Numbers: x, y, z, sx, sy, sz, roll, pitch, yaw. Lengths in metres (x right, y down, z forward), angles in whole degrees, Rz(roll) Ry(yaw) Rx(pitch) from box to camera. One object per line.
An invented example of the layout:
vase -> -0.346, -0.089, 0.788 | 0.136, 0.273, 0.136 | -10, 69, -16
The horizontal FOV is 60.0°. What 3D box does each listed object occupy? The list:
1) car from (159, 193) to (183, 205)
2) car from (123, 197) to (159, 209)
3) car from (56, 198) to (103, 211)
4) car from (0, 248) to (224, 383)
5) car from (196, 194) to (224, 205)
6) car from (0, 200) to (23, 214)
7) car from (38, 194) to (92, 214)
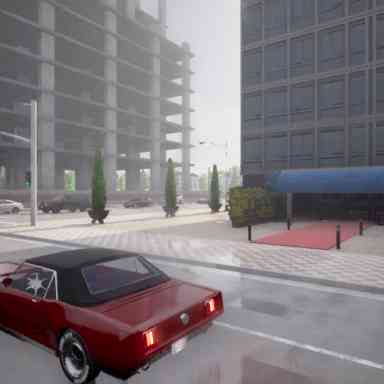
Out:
car -> -3.748, 1.220, 56.194 | 2.150, 2.045, 5.566 | 0, 0, 36
car -> -7.246, 1.504, 45.373 | 1.837, 1.490, 4.892 | 0, 0, 36
car -> -14.075, 1.547, 41.884 | 2.033, 1.411, 5.357 | 0, 0, 36
car -> -1.963, 1.601, 5.380 | 4.718, 1.301, 1.895 | 0, 0, 35
car -> 2.951, 1.548, 59.423 | 2.033, 1.411, 5.357 | 0, 0, 36
car -> -19.761, 1.526, 33.986 | 1.812, 1.442, 4.674 | 0, 0, 36
car -> -13.771, 1.221, 36.317 | 2.150, 2.045, 5.566 | 0, 0, 36
